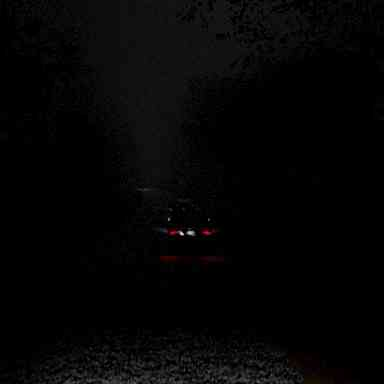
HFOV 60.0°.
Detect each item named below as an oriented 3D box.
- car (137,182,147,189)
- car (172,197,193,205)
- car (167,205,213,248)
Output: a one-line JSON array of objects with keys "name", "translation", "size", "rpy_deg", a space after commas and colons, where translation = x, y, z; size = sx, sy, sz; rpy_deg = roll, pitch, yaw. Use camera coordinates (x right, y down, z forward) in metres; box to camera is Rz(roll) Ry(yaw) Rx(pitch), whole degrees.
[{"name": "car", "translation": [-11.392, -1.541, 75.605], "size": [1.812, 1.442, 4.674], "rpy_deg": [1, 3, -15]}, {"name": "car", "translation": [-0.834, 1.155, 29.712], "size": [1.812, 1.442, 4.674], "rpy_deg": [1, 2, -4]}, {"name": "car", "translation": [-0.121, 1.523, 14.673], "size": [2.033, 1.411, 5.357], "rpy_deg": [0, 1, -1]}]
